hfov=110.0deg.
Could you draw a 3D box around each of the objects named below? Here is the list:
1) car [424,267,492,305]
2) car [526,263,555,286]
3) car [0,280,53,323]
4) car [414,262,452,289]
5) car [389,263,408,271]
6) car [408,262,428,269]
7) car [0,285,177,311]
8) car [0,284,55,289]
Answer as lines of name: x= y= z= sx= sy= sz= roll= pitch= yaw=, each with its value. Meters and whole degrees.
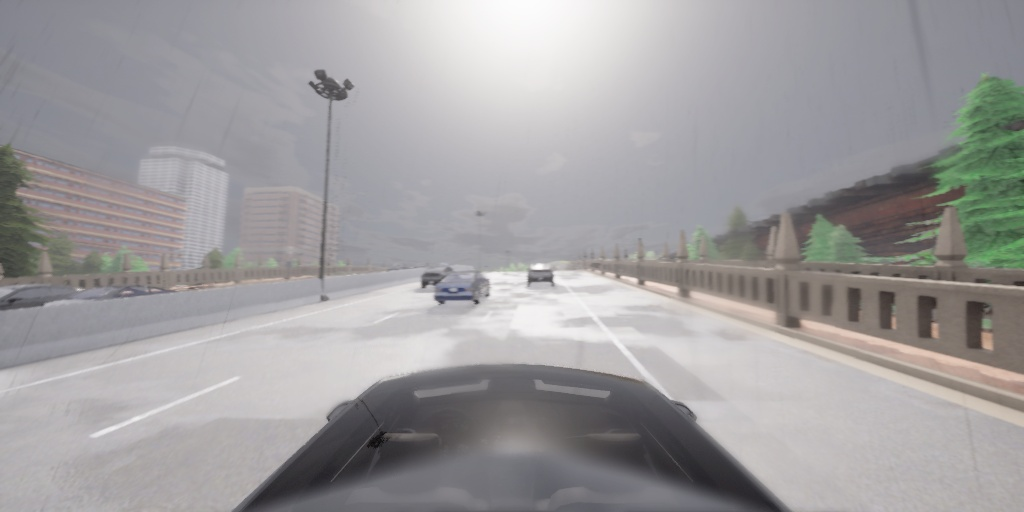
car: x=-2.150 y=1.389 z=16.750 sx=2.033 sy=1.411 sz=5.357 roll=-1 pitch=0 yaw=4
car: x=2.011 y=1.253 z=25.332 sx=2.128 sy=1.511 sz=4.902 roll=-1 pitch=0 yaw=4
car: x=-20.211 y=1.786 z=12.529 sx=1.837 sy=1.490 sz=4.892 roll=-1 pitch=0 yaw=4
car: x=-4.999 y=1.442 z=25.427 sx=1.837 sy=1.490 sz=4.892 roll=-1 pitch=0 yaw=4
car: x=-16.958 y=1.795 z=54.124 sx=1.994 sy=1.385 sz=4.181 roll=-1 pitch=-3 yaw=4
car: x=-13.470 y=1.655 z=53.862 sx=1.837 sy=1.490 sz=4.892 roll=-1 pitch=-3 yaw=4
car: x=-13.241 y=1.669 z=11.884 sx=1.994 sy=1.385 sz=4.181 roll=-1 pitch=0 yaw=4
car: x=-16.735 y=1.719 z=12.092 sx=1.812 sy=1.442 sz=4.674 roll=-1 pitch=0 yaw=4
